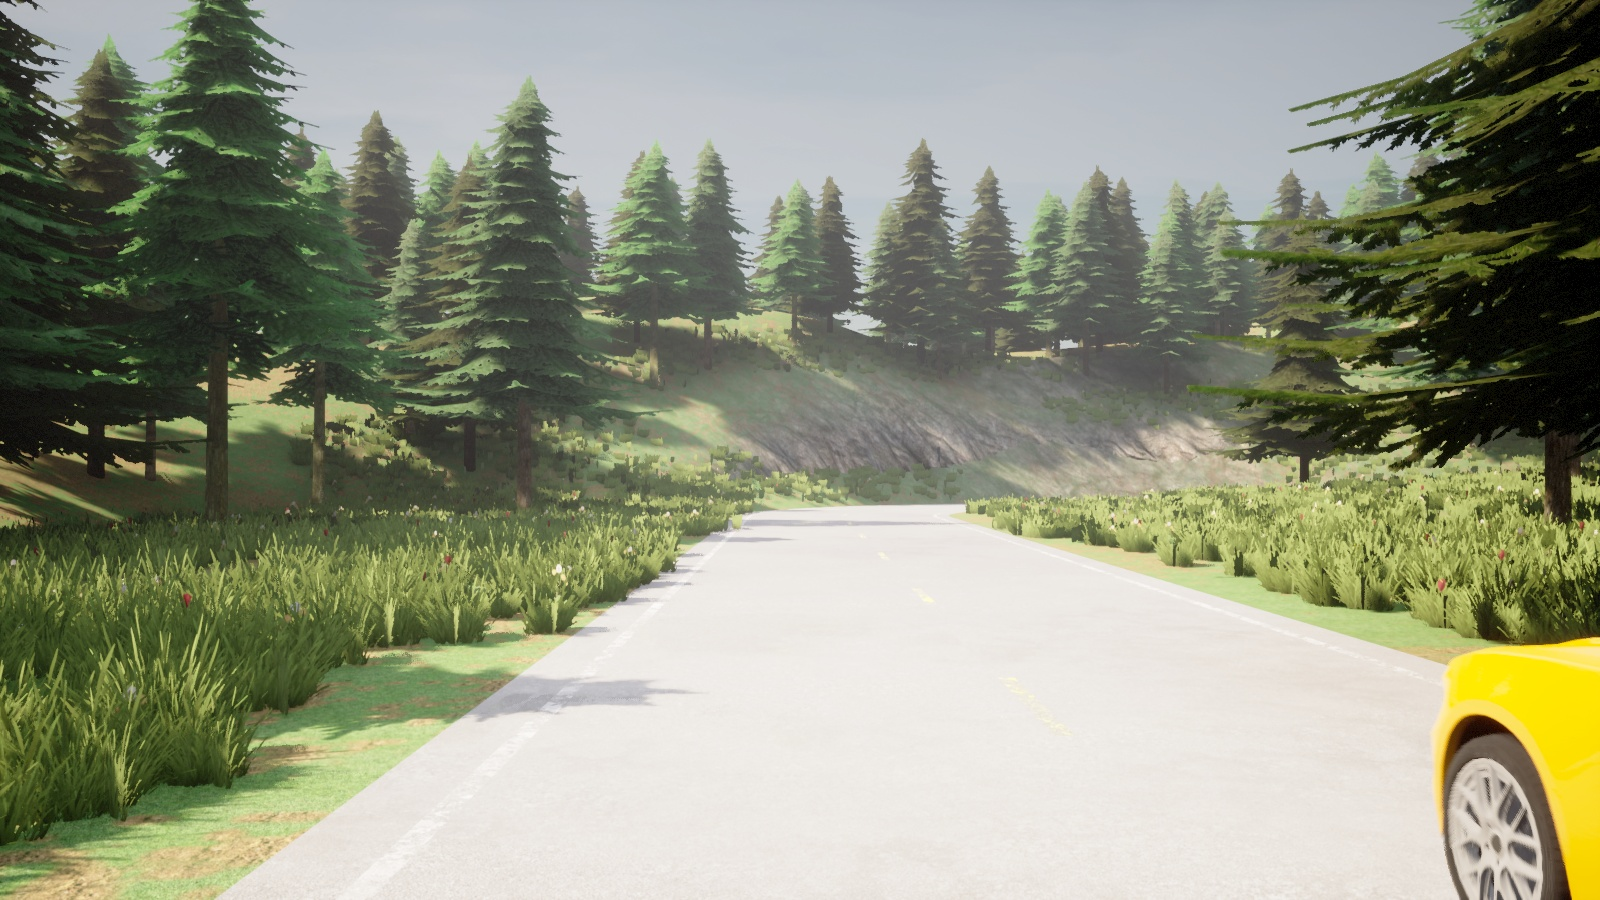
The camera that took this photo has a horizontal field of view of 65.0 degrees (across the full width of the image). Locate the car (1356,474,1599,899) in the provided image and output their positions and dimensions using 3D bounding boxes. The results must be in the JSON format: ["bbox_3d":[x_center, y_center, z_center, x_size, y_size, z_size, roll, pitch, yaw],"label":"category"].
[{"bbox_3d":[3.194,0.822,2.551,1.882,1.535,5.008,0,-1,0],"label":"car"}]
